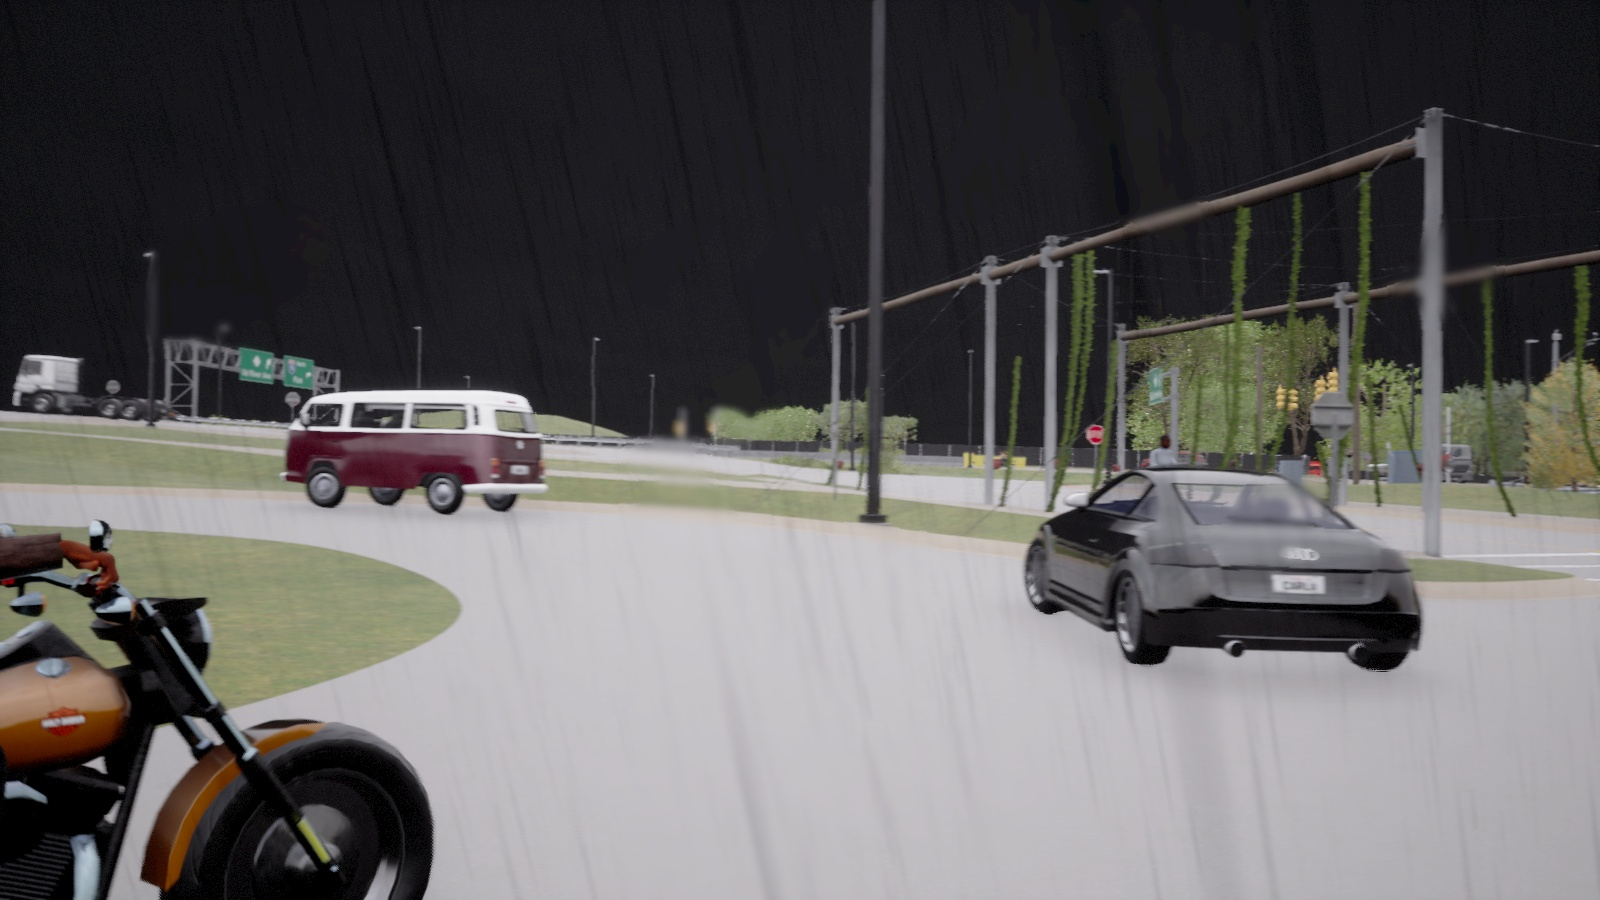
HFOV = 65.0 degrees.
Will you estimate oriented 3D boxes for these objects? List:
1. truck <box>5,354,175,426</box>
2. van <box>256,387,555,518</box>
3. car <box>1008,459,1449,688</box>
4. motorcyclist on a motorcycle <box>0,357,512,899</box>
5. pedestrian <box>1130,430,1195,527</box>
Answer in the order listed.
[{"bbox_3d":[-40.969,-3.434,72.650,7.936,3.462,2.891,4,-1,0],"label":"truck"},{"bbox_3d":[-6.693,0.026,21.369,4.480,2.038,2.069,1,-1,22],"label":"van"},{"bbox_3d":[3.129,0.819,10.232,1.994,1.385,4.181,2,0,-2],"label":"car"},{"bbox_3d":[-1.864,0.641,2.730,2.350,1.649,0.766,0,0,-44],"label":"motorcyclist on a motorcycle"},{"bbox_3d":[7.108,0.556,24.657,0.874,1.855,0.900,1,-1,-18],"label":"pedestrian"}]
